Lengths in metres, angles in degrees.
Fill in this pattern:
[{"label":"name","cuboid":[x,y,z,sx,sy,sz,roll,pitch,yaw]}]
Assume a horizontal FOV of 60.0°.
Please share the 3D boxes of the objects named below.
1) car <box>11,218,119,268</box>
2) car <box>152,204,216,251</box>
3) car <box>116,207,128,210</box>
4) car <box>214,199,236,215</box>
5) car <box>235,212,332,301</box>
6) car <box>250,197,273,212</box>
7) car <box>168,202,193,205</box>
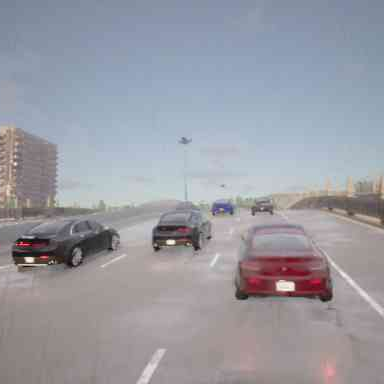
[{"label":"car","cuboid":[-4.292,1.703,12.104,1.837,1.490,4.892,-3,0,11]},{"label":"car","cuboid":[-0.309,1.523,14.276,1.837,1.490,4.892,-3,0,11]},{"label":"car","cuboid":[-10.831,3.084,52.136,1.812,1.442,4.674,-3,-6,11]},{"label":"car","cuboid":[3.083,1.403,31.751,1.882,1.535,5.008,-3,-1,11]},{"label":"car","cuboid":[2.032,1.435,7.973,1.812,1.442,4.674,-3,0,11]},{"label":"car","cuboid":[6.387,1.253,30.423,2.128,1.511,4.902,-3,-1,11]},{"label":"car","cuboid":[-0.532,1.634,31.465,1.994,1.385,4.181,-3,-1,11]}]
